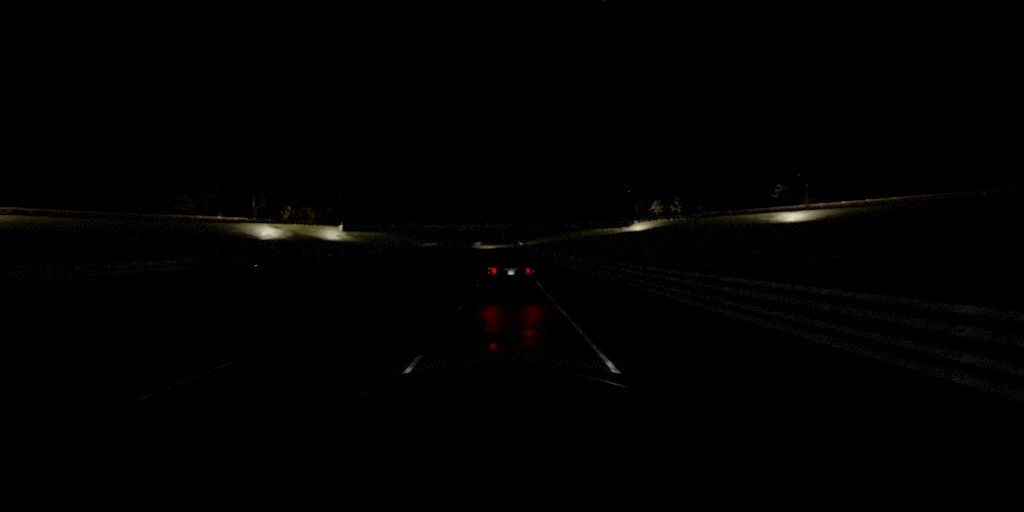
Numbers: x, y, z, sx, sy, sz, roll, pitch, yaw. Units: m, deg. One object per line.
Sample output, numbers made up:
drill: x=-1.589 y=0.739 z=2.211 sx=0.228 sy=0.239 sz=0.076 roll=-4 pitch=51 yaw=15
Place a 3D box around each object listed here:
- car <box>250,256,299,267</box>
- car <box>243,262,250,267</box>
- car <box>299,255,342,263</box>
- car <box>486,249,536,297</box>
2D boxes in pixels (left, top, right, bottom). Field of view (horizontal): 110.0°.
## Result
car: x=-21.437 y=0.804 z=33.563 sx=2.128 sy=1.511 sz=4.902 roll=-1 pitch=2 yaw=0
car: x=-24.959 y=0.775 z=36.448 sx=1.837 sy=1.490 sz=4.892 roll=-1 pitch=1 yaw=0
car: x=-17.943 y=0.702 z=34.700 sx=1.882 sy=1.535 sz=5.008 roll=-1 pitch=2 yaw=0
car: x=-0.062 y=0.697 z=17.191 sx=2.150 sy=2.045 sz=5.566 roll=-1 pitch=2 yaw=-1
